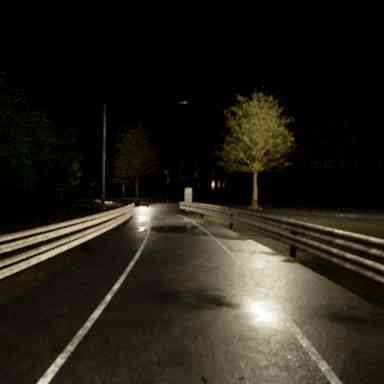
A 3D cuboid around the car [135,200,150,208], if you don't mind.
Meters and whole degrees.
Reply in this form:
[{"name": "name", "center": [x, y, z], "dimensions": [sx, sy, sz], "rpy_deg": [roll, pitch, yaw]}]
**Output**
[{"name": "car", "center": [-8.568, 1.938, 56.367], "dimensions": [1.895, 1.301, 4.718], "rpy_deg": [0, 0, -20]}]
